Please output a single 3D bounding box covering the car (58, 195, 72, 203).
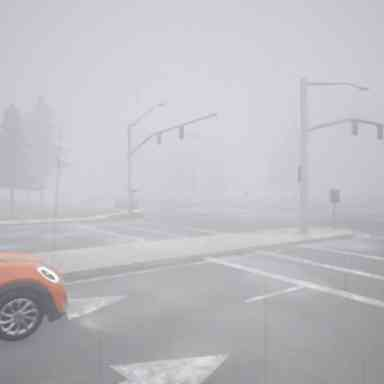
[{"bbox_3d":[-25.802,1.410,67.599,1.837,1.490,4.892,0,0,-35],"label":"car"}]

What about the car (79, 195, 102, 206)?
[{"bbox_3d":[-17.051,1.578,54.988,1.895,1.301,4.718,0,0,-35],"label":"car"}]

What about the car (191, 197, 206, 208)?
[{"bbox_3d":[0.133,1.491,48.739,1.812,1.442,4.674,0,0,-35],"label":"car"}]

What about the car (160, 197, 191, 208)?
[{"bbox_3d":[-2.539,1.570,46.446,1.895,1.301,4.718,0,0,-35],"label":"car"}]

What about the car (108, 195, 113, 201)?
[{"bbox_3d":[-17.788,1.366,74.457,1.837,1.490,4.892,0,0,-35],"label":"car"}]

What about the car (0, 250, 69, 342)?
[{"bbox_3d":[-4.321,1.353,5.003,4.553,1.767,2.097,0,0,-35],"label":"car"}]

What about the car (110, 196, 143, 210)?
[{"bbox_3d":[-8.501,1.542,42.752,1.994,1.385,4.181,0,0,-35],"label":"car"}]

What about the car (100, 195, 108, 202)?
[{"bbox_3d":[-20.709,1.367,72.528,1.837,1.490,4.892,0,0,-35],"label":"car"}]

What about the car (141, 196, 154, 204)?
[{"bbox_3d":[-9.087,1.512,61.977,2.033,1.411,5.357,0,0,-35],"label":"car"}]
